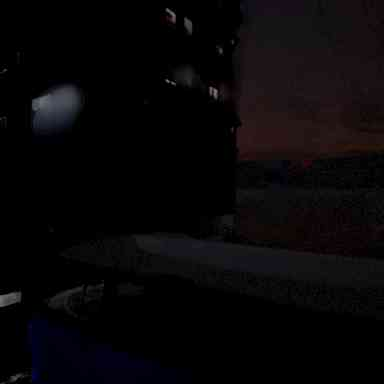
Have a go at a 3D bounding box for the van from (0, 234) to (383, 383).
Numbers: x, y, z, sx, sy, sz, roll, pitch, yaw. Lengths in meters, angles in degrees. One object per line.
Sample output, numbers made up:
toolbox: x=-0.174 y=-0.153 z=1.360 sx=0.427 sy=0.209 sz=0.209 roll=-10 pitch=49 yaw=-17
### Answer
van: x=0.346 y=1.336 z=2.628 sx=3.998 sy=1.788 sz=1.690 roll=0 pitch=0 yaw=35
